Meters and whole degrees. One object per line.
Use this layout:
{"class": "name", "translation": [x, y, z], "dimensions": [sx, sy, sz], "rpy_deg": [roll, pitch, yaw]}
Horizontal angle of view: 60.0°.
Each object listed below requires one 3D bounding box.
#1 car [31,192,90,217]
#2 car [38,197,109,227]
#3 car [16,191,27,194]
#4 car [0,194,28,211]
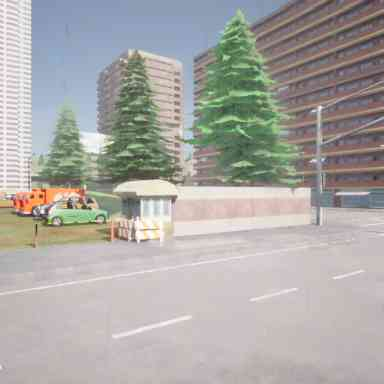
{"class": "car", "translation": [-9.461, 1.172, 25.546], "dimensions": [4.605, 1.855, 1.932], "rpy_deg": [0, 0, -35]}
{"class": "car", "translation": [-7.437, 1.341, 21.496], "dimensions": [3.988, 1.617, 1.851], "rpy_deg": [0, 0, -35]}
{"class": "car", "translation": [-25.799, 1.204, 46.638], "dimensions": [3.866, 1.878, 1.905], "rpy_deg": [0, 0, -35]}
{"class": "car", "translation": [-24.520, 1.394, 44.116], "dimensions": [4.193, 1.474, 1.816], "rpy_deg": [0, 0, -35]}
